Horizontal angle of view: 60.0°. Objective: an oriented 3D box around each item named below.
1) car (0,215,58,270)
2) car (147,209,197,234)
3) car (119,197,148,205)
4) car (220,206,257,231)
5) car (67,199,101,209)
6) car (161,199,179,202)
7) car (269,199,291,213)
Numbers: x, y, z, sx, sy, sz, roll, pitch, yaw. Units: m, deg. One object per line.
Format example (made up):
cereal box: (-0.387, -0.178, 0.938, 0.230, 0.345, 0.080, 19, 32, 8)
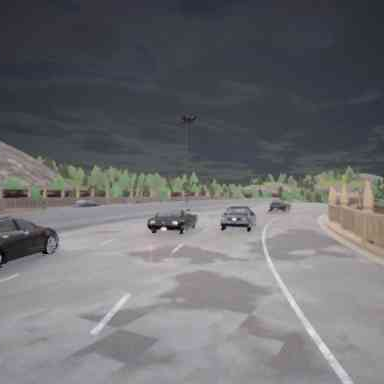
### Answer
car: (-6.086, 1.505, 10.534, 1.837, 1.490, 4.892, 0, 0, 6)
car: (-0.984, 1.654, 19.510, 1.895, 1.301, 4.718, 0, 0, 13)
car: (-7.576, 1.463, 43.559, 2.097, 1.767, 4.553, 0, 0, 25)
car: (3.073, 1.627, 21.487, 2.033, 1.411, 5.357, 0, 0, 15)
car: (-12.925, 1.580, 40.056, 1.812, 1.442, 4.674, 0, 0, 22)
car: (-3.081, 1.672, 44.782, 2.033, 1.411, 5.357, 0, 0, 27)
car: (10.849, 1.681, 40.748, 1.837, 1.490, 4.892, 0, 0, 28)
